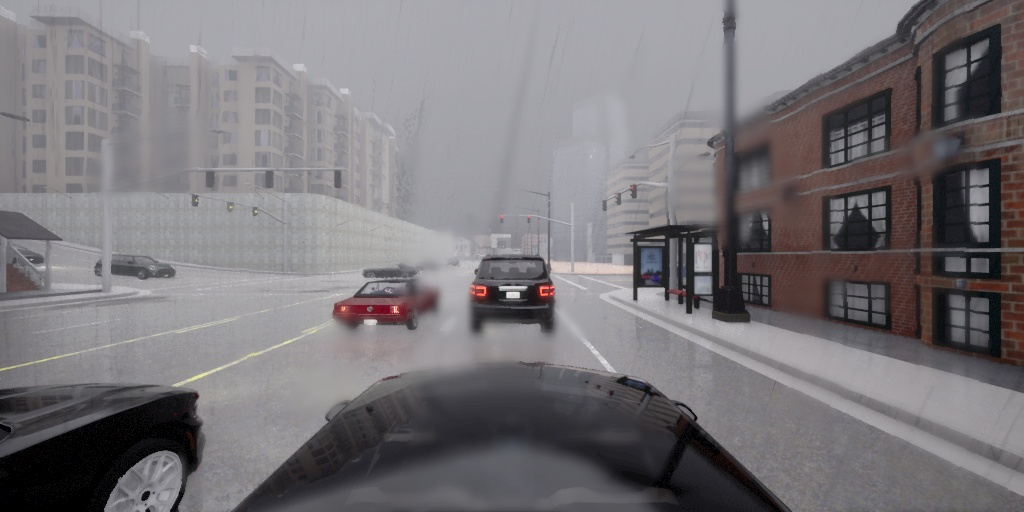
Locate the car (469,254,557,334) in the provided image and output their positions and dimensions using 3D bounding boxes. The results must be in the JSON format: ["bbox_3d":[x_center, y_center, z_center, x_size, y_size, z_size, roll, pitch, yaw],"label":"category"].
[{"bbox_3d":[0.024,0.971,10.750,2.150,2.045,5.566,0,0,0],"label":"car"}]

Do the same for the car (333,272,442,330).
[{"bbox_3d":[-3.474,1.351,11.066,1.895,1.301,4.718,0,0,0],"label":"car"}]

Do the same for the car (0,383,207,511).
[{"bbox_3d":[-3.405,1.228,0.840,1.882,1.535,5.008,0,0,0],"label":"car"}]

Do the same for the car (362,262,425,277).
[{"bbox_3d":[-10.247,1.351,30.762,4.718,1.301,1.895,0,0,-1],"label":"car"}]

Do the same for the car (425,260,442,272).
[{"bbox_3d":[-10.848,1.314,46.960,1.994,1.385,4.181,0,0,0],"label":"car"}]

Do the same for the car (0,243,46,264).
[{"bbox_3d":[-37.864,-0.224,26.811,4.181,1.385,1.994,9,0,-1],"label":"car"}]

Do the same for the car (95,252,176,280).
[{"bbox_3d":[-28.081,0.719,26.904,4.553,1.767,2.097,5,0,0],"label":"car"}]

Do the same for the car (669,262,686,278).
[{"bbox_3d":[14.315,1.228,30.983,5.008,1.535,1.882,0,0,-1],"label":"car"}]

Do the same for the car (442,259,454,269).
[{"bbox_3d":[-10.893,1.276,56.939,1.812,1.442,4.674,0,0,-1],"label":"car"}]
